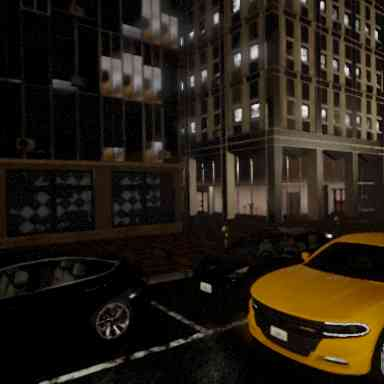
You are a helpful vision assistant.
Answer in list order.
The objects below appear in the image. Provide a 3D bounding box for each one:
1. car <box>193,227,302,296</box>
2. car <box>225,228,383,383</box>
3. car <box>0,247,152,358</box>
[{"bbox_3d":[2.051,1.548,7.998,4.313,1.339,1.947,0,-1,-35],"label":"car"},{"bbox_3d":[3.121,1.461,5.543,5.008,1.535,1.882,0,0,-35],"label":"car"},{"bbox_3d":[-2.667,1.565,4.841,4.313,1.339,1.947,0,-1,-35],"label":"car"}]
